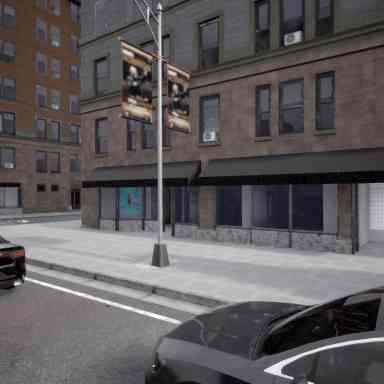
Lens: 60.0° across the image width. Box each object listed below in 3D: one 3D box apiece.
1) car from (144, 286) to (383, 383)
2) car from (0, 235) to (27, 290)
[{"bbox_3d":[1.805,1.505,2.400,4.892,1.490,1.837,0,0,35],"label":"car"},{"bbox_3d":[-5.930,1.478,7.890,5.008,1.535,1.882,0,0,35],"label":"car"}]
